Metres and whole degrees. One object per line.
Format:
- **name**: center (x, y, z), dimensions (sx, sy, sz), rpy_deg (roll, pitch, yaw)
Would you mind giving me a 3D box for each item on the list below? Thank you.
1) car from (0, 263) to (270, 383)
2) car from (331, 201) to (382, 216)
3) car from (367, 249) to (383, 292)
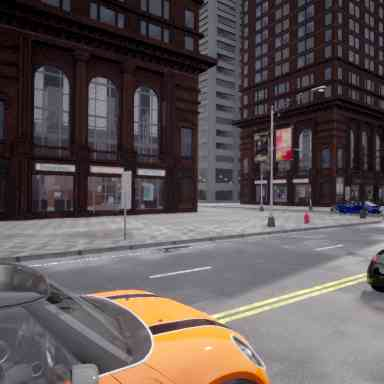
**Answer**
- **car**: center (-1.512, 1.352, 2.360), dimensions (4.553, 1.767, 2.097), rpy_deg (0, 0, -36)
- **car**: center (17.304, 1.675, 35.251), dimensions (1.882, 1.535, 5.008), rpy_deg (0, 0, -38)
- **car**: center (5.916, 1.576, 7.681), dimensions (4.181, 1.385, 1.994), rpy_deg (0, 0, -35)
